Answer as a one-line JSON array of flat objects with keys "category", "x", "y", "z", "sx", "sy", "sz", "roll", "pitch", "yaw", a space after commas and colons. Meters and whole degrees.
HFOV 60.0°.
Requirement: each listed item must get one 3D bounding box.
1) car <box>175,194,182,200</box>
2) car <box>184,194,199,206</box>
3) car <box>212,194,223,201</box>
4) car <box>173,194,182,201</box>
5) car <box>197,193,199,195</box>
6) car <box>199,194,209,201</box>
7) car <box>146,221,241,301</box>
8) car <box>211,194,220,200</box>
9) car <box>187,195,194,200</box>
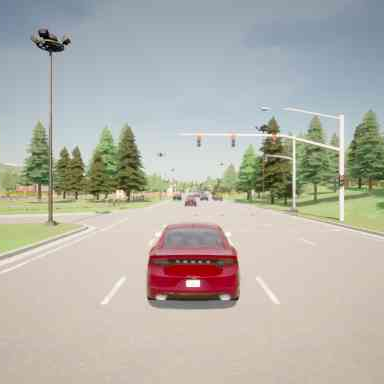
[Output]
[{"category": "car", "x": -3.864, "y": 1.310, "z": 94.019, "sx": 1.882, "sy": 1.535, "sz": 5.008, "roll": 0, "pitch": 0, "yaw": 0}, {"category": "car", "x": -0.204, "y": 1.525, "z": 53.000, "sx": 1.812, "sy": 1.442, "sz": 4.674, "roll": 0, "pitch": 0, "yaw": 0}, {"category": "car", "x": 6.676, "y": 1.516, "z": 83.640, "sx": 2.128, "sy": 1.511, "sz": 4.902, "roll": 0, "pitch": 0, "yaw": 0}, {"category": "car", "x": -3.824, "y": 1.469, "z": 83.599, "sx": 1.882, "sy": 1.535, "sz": 5.008, "roll": 0, "pitch": 0, "yaw": 0}, {"category": "car", "x": 3.136, "y": 1.357, "z": 94.046, "sx": 2.128, "sy": 1.511, "sz": 4.902, "roll": 0, "pitch": 0, "yaw": 0}, {"category": "car", "x": 3.175, "y": 1.516, "z": 84.043, "sx": 1.812, "sy": 1.442, "sz": 4.674, "roll": 0, "pitch": 0, "yaw": 0}, {"category": "car", "x": 0.031, "y": 1.478, "z": 8.398, "sx": 1.882, "sy": 1.535, "sz": 5.008, "roll": 0, "pitch": 0, "yaw": 0}, {"category": "car", "x": 6.636, "y": 1.372, "z": 94.060, "sx": 2.033, "sy": 1.411, "sz": 5.357, "roll": 0, "pitch": 0, "yaw": 0}, {"category": "car", "x": -0.364, "y": 1.427, "z": 94.062, "sx": 1.895, "sy": 1.301, "sz": 4.718, "roll": 0, "pitch": 0, "yaw": 0}]
